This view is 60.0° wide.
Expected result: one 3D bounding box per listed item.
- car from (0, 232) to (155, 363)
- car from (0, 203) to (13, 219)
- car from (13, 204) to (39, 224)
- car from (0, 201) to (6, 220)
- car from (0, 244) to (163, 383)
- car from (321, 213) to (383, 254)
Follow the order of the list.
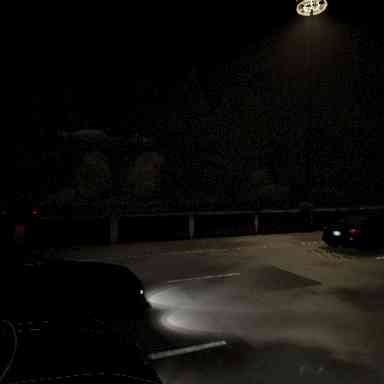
[{"bbox_3d":[-3.436,1.542,5.111,5.357,1.411,2.033,0,0,-22],"label":"car"},{"bbox_3d":[-13.817,1.456,19.964,5.008,1.535,1.882,0,0,-23],"label":"car"},{"bbox_3d":[-13.882,1.524,23.727,5.357,1.411,2.033,0,0,-23],"label":"car"},{"bbox_3d":[-17.481,1.475,26.022,4.892,1.490,1.837,0,0,-23],"label":"car"},{"bbox_3d":[-2.272,1.348,1.803,4.553,1.767,2.097,0,0,-23],"label":"car"},{"bbox_3d":[7.326,1.531,13.370,4.181,1.385,1.994,0,0,-23],"label":"car"}]
